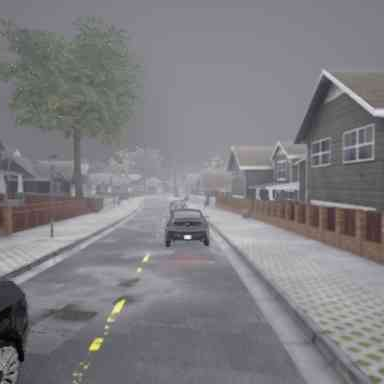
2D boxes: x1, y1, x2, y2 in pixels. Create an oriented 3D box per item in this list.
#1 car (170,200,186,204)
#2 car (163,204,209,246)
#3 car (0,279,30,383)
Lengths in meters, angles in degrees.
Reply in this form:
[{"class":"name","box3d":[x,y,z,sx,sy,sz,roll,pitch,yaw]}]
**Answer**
[{"class":"car","box3d":[-1.451,1.560,34.549,2.033,1.411,5.357,0,0,-5]},{"class":"car","box3d":[-0.262,1.508,15.388,1.837,1.490,4.892,0,0,-2]},{"class":"car","box3d":[-2.815,1.495,1.985,2.128,1.511,4.902,0,0,-1]}]
